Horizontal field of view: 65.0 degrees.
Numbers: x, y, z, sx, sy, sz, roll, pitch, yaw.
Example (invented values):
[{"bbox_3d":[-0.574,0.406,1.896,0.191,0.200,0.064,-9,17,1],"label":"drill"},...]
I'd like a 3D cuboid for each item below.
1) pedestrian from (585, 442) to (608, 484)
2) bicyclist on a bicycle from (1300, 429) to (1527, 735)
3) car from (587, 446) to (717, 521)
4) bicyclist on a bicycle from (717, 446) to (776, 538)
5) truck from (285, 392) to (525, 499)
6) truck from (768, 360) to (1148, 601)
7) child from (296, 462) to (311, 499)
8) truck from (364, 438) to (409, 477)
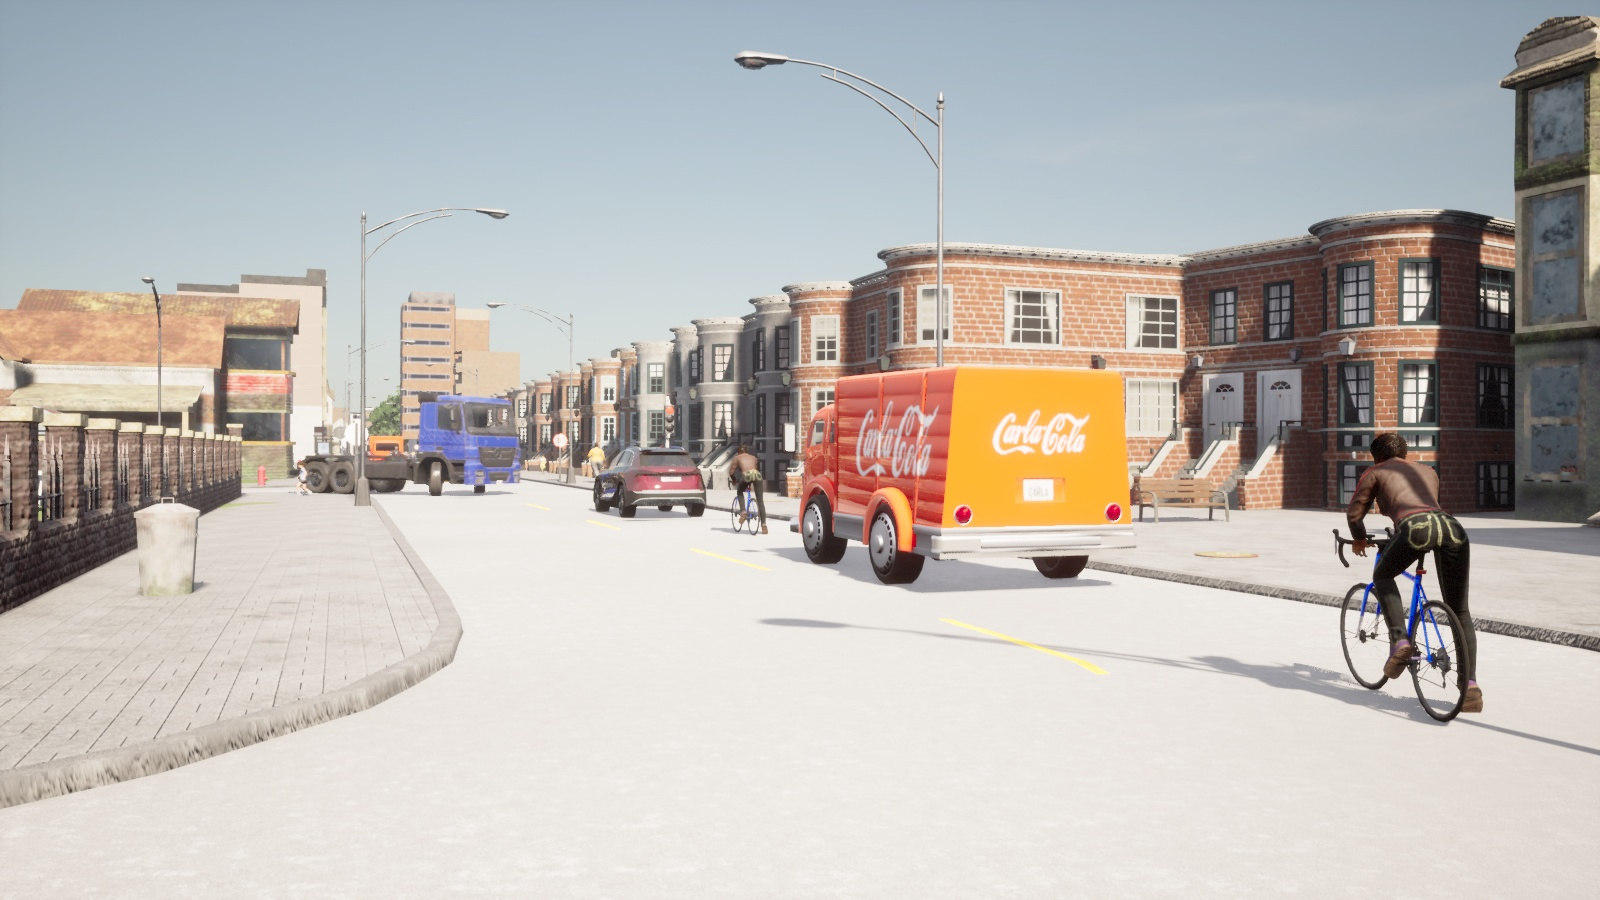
[{"bbox_3d":[-9.123,0.569,56.324,0.874,1.855,0.900,0,0,-19],"label":"pedestrian"},{"bbox_3d":[3.588,0.705,7.502,0.582,1.620,1.656,0,0,2],"label":"bicyclist on a bicycle"},{"bbox_3d":[-3.633,0.733,30.032,2.033,1.649,4.856,0,0,-20],"label":"car"},{"bbox_3d":[-0.994,0.739,22.876,0.582,1.620,1.656,0,0,-20],"label":"bicyclist on a bicycle"},{"bbox_3d":[-13.687,-0.138,43.490,7.936,3.462,2.891,0,0,23],"label":"truck"},{"bbox_3d":[1.673,0.290,15.712,2.627,2.467,5.204,0,0,-20],"label":"truck"},{"bbox_3d":[-15.242,0.927,38.536,0.394,1.110,0.255,0,0,-15],"label":"child"},{"bbox_3d":[-27.116,0.449,82.257,2.627,2.467,5.204,0,0,-20],"label":"truck"}]
